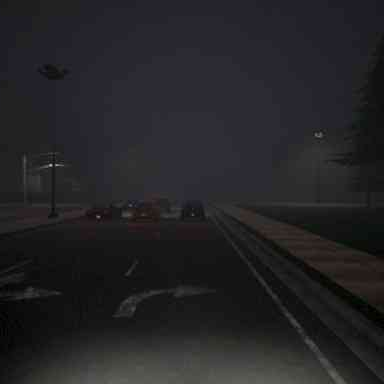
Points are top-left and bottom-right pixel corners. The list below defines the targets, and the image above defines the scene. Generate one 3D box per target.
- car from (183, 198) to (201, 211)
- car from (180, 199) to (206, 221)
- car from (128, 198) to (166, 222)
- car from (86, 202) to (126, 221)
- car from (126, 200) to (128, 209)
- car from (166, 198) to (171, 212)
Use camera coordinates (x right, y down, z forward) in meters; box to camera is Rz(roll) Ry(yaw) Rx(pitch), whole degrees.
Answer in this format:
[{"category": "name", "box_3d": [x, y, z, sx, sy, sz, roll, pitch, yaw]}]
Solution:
[{"category": "car", "box_3d": [-0.002, 1.483, 40.293, 1.994, 1.385, 4.181, 0, 0, 0]}, {"category": "car", "box_3d": [0.067, 1.438, 26.510, 2.128, 1.511, 4.902, 0, 0, 0]}, {"category": "car", "box_3d": [-3.435, 1.425, 26.197, 1.882, 1.535, 5.008, 0, 0, 0]}, {"category": "car", "box_3d": [-6.931, 1.546, 26.830, 1.895, 1.301, 4.718, 0, 0, 0]}, {"category": "car", "box_3d": [-7.000, 1.483, 40.019, 1.994, 1.385, 4.181, 0, 0, 0]}, {"category": "car", "box_3d": [-3.493, 1.400, 38.325, 1.882, 1.535, 5.008, 0, 0, 0]}]
